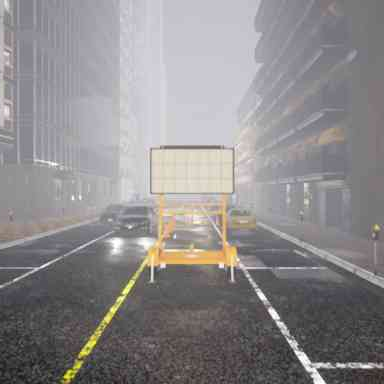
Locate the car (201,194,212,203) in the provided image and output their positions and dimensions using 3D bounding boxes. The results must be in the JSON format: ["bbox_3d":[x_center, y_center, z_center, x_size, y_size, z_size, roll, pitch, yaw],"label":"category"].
[{"bbox_3d":[2.732,1.455,47.824,1.967,1.590,4.097,0,0,0],"label":"car"}]

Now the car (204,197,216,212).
[{"bbox_3d":[2.722,1.558,36.528,2.008,1.369,4.403,0,0,0],"label":"car"}]

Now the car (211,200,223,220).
[{"bbox_3d":[2.713,1.569,25.231,1.947,1.339,4.313,0,0,0],"label":"car"}]

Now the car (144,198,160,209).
[{"bbox_3d":[-5.648,1.540,47.662,1.752,1.417,4.829,0,0,0],"label":"car"}]

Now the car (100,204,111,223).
[{"bbox_3d":[-5.668,1.569,25.238,1.947,1.339,4.313,0,0,0],"label":"car"}]

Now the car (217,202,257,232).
[{"bbox_3d":[2.708,1.527,19.752,1.752,1.417,4.829,0,0,0],"label":"car"}]

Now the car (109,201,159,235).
[{"bbox_3d":[-3.084,1.506,18.964,1.837,1.490,4.892,0,0,0],"label":"car"}]

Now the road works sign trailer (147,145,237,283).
[{"bbox_3d":[0.008,0.464,9.647,2.380,3.560,2.880,0,0,0],"label":"road works sign trailer"}]

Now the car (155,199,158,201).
[{"bbox_3d":[-5.654,1.451,42.184,1.967,1.590,4.097,0,0,0],"label":"car"}]

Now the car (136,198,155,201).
[{"bbox_3d":[-5.658,1.558,36.535,2.008,1.369,4.403,0,0,0],"label":"car"}]

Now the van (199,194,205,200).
[{"bbox_3d":[2.771,1.398,93.013,1.690,1.788,3.998,0,0,0],"label":"van"}]

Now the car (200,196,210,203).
[{"bbox_3d":[2.752,1.613,70.419,1.802,1.307,4.206,0,0,0],"label":"car"}]

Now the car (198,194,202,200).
[{"bbox_3d":[2.743,1.338,59.122,2.192,1.841,5.009,0,0,0],"label":"car"}]
